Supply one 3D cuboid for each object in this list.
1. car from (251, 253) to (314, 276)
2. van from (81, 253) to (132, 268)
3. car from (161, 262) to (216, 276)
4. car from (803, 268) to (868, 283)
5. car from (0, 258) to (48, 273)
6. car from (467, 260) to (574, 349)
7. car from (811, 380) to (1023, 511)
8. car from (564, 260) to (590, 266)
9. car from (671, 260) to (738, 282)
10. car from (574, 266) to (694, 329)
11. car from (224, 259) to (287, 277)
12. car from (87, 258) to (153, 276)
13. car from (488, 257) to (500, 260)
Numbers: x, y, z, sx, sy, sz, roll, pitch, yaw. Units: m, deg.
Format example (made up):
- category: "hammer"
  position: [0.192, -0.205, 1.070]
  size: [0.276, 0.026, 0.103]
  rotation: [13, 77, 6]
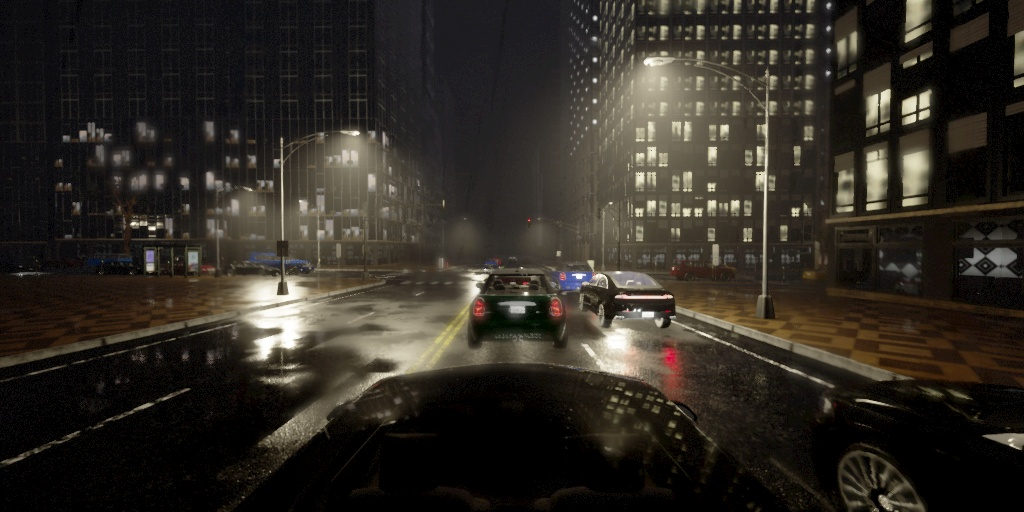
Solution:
- category: "car"
  position: [-21.903, 0.790, 34.048]
  size: [5.566, 2.045, 2.150]
  rotation: [1, 1, 1]
- category: "van"
  position: [-45.237, 0.603, 40.360]
  size: [3.998, 1.789, 1.690]
  rotation: [0, 0, 1]
- category: "car"
  position: [-28.376, 1.137, 31.504]
  size: [4.207, 1.307, 1.802]
  rotation: [0, 0, 1]
- category: "car"
  position: [27.680, 1.577, 30.573]
  size: [4.829, 1.417, 1.751]
  rotation: [0, 0, 1]
- category: "car"
  position: [-49.066, 0.868, 34.694]
  size: [5.357, 1.411, 2.033]
  rotation: [1, 1, 2]
- category: "car"
  position: [0.111, 1.098, 9.320]
  size: [2.097, 1.767, 4.553]
  rotation: [0, 0, 0]
- category: "car"
  position: [3.344, 1.241, 0.902]
  size: [2.128, 1.511, 4.902]
  rotation: [0, 0, 0]
- category: "car"
  position: [3.375, 1.091, 20.136]
  size: [2.097, 1.767, 4.553]
  rotation: [0, 0, 0]
- category: "car"
  position: [16.232, 1.267, 30.785]
  size: [5.009, 1.841, 2.192]
  rotation: [0, 0, 1]
- category: "car"
  position: [3.363, 1.237, 11.294]
  size: [2.128, 1.511, 4.902]
  rotation: [0, 0, 0]
- category: "car"
  position: [-22.692, 1.172, 31.364]
  size: [4.313, 1.339, 1.948]
  rotation: [0, 0, 1]
- category: "car"
  position: [-34.057, 1.068, 31.685]
  size: [4.313, 1.339, 1.948]
  rotation: [0, 0, 1]
- category: "car"
  position: [-3.264, 1.233, 55.700]
  size: [1.812, 1.442, 4.674]
  rotation: [0, 0, 0]
